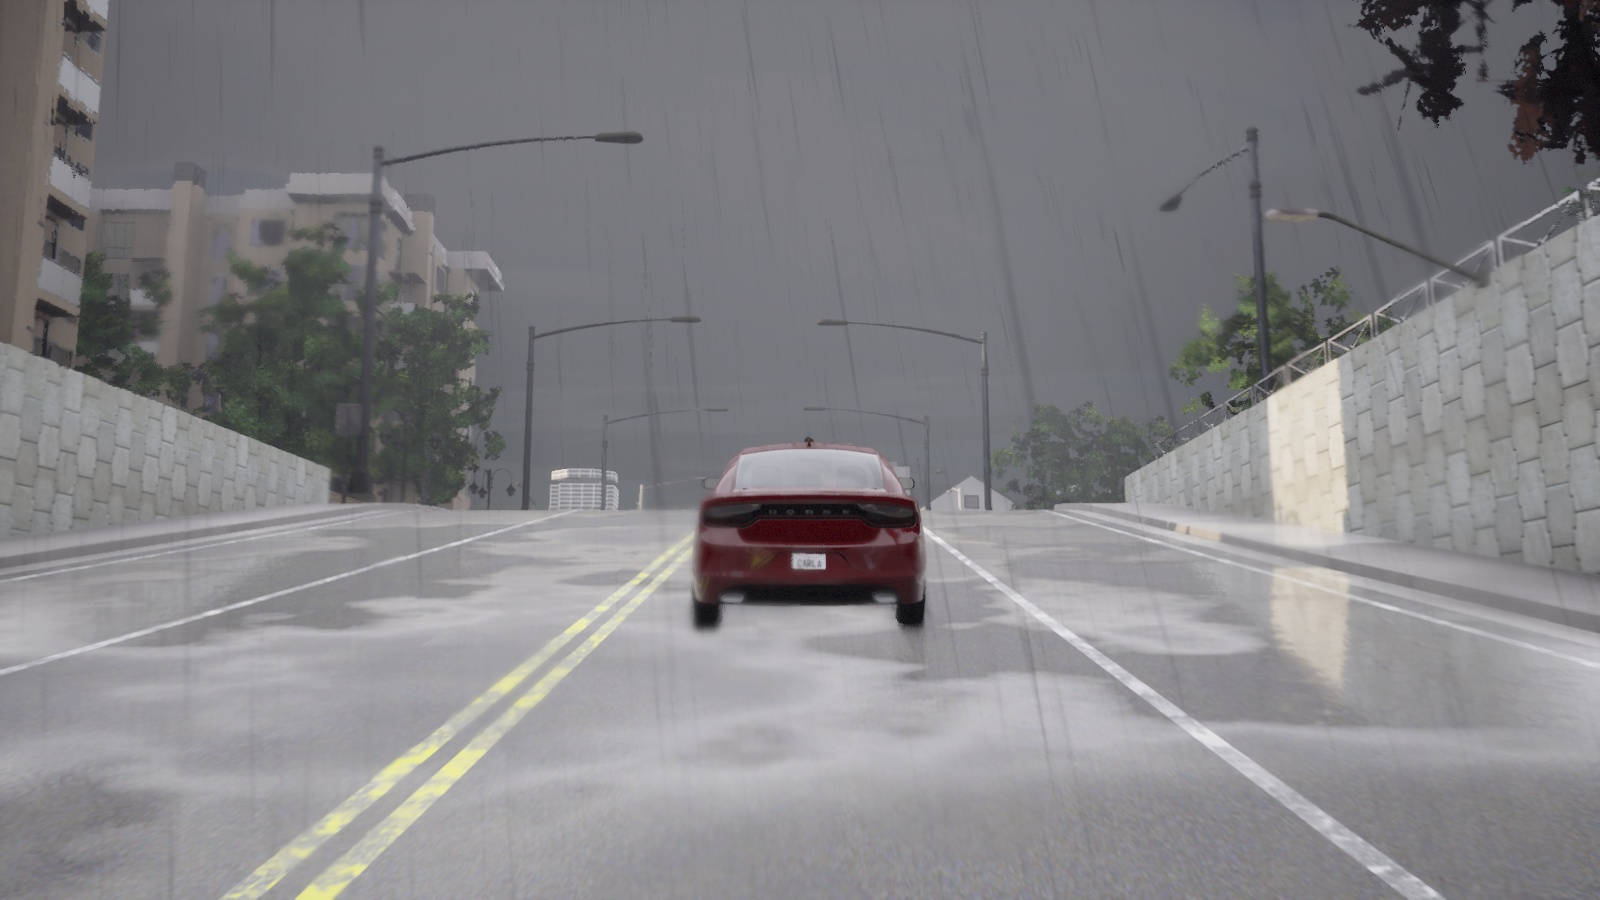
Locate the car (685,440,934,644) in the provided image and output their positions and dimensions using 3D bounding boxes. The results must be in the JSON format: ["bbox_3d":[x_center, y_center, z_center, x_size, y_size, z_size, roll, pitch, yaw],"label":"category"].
[{"bbox_3d":[0.085,0.680,11.984,1.882,1.535,5.008,0,0,0],"label":"car"}]
